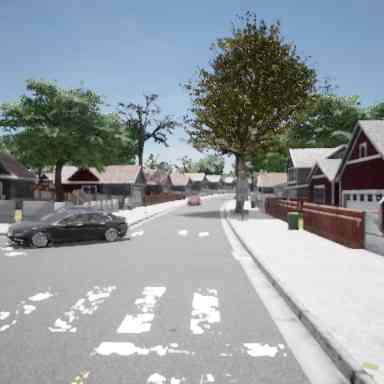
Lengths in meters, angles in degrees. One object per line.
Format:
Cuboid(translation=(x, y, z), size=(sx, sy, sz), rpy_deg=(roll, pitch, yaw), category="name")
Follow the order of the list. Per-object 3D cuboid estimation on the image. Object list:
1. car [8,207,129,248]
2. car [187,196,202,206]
Cuboid(translation=(-5.096, 1.452, 14.247), size=(4.892, 1.490, 1.837), rpy_deg=(1, 5, -39), category="car")
Cuboid(translation=(0.352, 1.290, 49.814), size=(1.812, 1.442, 4.674), rpy_deg=(0, 1, 7), category="car")
